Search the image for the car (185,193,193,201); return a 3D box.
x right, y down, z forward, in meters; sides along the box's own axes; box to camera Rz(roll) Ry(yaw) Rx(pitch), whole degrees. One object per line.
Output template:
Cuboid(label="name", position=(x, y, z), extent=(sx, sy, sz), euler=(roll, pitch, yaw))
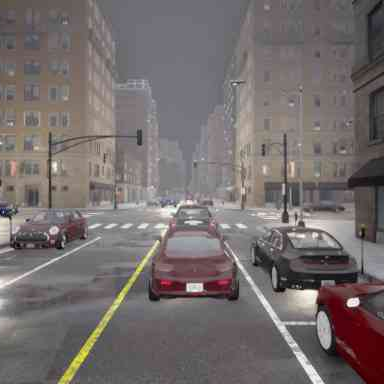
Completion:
Cuboid(label="car", position=(-0.759, 1.364, 90.035), extent=(2.150, 2.045, 5.566), euler=(0, 0, -1))

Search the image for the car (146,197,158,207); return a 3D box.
Cuboid(label="car", position=(-6.144, 1.584, 52.490), extent=(2.008, 1.369, 4.403), euler=(0, 0, -1))

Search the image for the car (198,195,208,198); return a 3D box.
Cuboid(label="car", position=(2.380, 1.579, 52.593), extent=(1.887, 1.381, 4.507), euler=(0, 0, -1))

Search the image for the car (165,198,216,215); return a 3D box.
Cuboid(label="car", position=(0.051, 1.354, 15.506), extent=(2.097, 1.767, 4.553), euler=(0, 0, 0))

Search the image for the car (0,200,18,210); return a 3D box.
Cuboid(label="car", position=(-17.181, 1.118, 26.855), extent=(5.566, 2.045, 2.150), euler=(0, 0, 0))

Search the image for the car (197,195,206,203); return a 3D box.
Cuboid(label="car", position=(2.105, 1.525, 74.621), extent=(1.967, 1.590, 4.097), euler=(0, 0, -1))

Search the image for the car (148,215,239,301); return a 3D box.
Cuboid(label="car", position=(0.010, 1.527, 8.202), extent=(1.812, 1.442, 4.674), euler=(0, 0, -1))

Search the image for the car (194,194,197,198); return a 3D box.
Cuboid(label="car", position=(2.175, 1.384, 69.114), extent=(2.192, 1.841, 5.009), euler=(0, 0, -1))

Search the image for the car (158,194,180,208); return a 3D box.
Cuboid(label="car", position=(-3.349, 1.251, 49.250), extent=(2.150, 2.045, 5.566), euler=(0, 0, -1))

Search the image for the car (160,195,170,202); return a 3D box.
Cuboid(label="car", position=(-6.488, 1.542, 80.029), extent=(1.967, 1.590, 4.097), euler=(0, 0, -1))

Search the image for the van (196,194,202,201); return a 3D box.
Cuboid(label="van", position=(1.899, 1.485, 91.141), extent=(1.690, 1.788, 3.998), euler=(0, 0, -1))

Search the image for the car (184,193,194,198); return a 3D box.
Cuboid(label="car", position=(-0.625, 1.325, 79.317), extent=(2.150, 2.045, 5.566), euler=(0, 0, -1))

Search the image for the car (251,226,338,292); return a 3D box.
Cuboid(label="car", position=(2.649, 1.552, 8.667), extent=(2.008, 1.369, 4.403), euler=(0, 0, 0))

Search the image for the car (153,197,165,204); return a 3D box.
Cuboid(label="car", position=(-6.282, 1.600, 63.505), extent=(1.887, 1.381, 4.507), euler=(0, 0, -1))

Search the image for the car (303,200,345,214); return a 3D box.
Cuboid(label="car", position=(14.598, 1.640, 37.092), extent=(4.674, 1.442, 1.812), euler=(0, 0, 1))

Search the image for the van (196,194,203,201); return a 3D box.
Cuboid(label="van", position=(1.968, 1.463, 85.634), extent=(1.690, 1.788, 3.998), euler=(0, 0, -1))

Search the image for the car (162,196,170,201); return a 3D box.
Cuboid(label="car", position=(-6.558, 1.703, 85.536), extent=(1.802, 1.307, 4.206), euler=(0, 0, -1))

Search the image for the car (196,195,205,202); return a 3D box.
Cuboid(label="car", position=(2.036, 1.543, 80.126), extent=(1.967, 1.590, 4.097), euler=(0, 0, -1))

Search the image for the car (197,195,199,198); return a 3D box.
Cuboid(label="car", position=(2.312, 1.610, 58.099), extent=(1.947, 1.339, 4.313), euler=(0, 0, -1))

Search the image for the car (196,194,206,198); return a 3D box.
Cuboid(label="car", position=(2.240, 1.582, 63.776), extent=(1.752, 1.417, 4.829), euler=(0, 0, -1))

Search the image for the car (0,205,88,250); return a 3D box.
Cuboid(label="car", position=(-5.893, 1.442, 14.129), extent=(1.967, 1.590, 4.097), euler=(0, 0, 0))

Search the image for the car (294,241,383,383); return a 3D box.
Cuboid(label="car", position=(2.666, 1.545, 3.176), extent=(1.887, 1.381, 4.507), euler=(0, 0, 0))

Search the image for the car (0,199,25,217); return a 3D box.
Cuboid(label="car", position=(-18.061, 1.410, 30.095), extent=(4.902, 1.511, 2.128), euler=(0, 0, -1))
